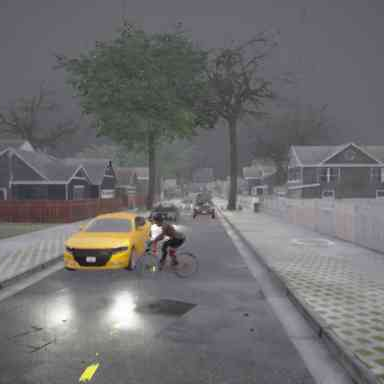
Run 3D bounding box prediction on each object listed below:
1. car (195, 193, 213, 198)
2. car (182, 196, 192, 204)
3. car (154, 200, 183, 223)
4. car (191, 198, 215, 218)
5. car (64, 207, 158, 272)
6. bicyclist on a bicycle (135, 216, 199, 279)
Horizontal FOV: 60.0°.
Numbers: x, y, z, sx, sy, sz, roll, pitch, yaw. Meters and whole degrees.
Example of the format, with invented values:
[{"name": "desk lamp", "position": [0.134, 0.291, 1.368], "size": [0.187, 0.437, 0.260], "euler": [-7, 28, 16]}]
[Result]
[{"name": "car", "position": [1.563, 1.200, 43.842], "size": [2.150, 2.045, 5.566], "euler": [0, 0, 2]}, {"name": "car", "position": [-0.751, 1.468, 61.236], "size": [1.837, 1.490, 4.892], "euler": [0, 0, 2]}, {"name": "car", "position": [-2.000, 1.554, 25.335], "size": [1.994, 1.385, 4.181], "euler": [0, 0, 2]}, {"name": "car", "position": [1.094, 1.514, 30.233], "size": [1.812, 1.442, 4.674], "euler": [0, 0, 1]}, {"name": "car", "position": [-2.515, 1.473, 11.051], "size": [1.882, 1.535, 5.008], "euler": [0, 0, 2]}, {"name": "bicyclist on a bicycle", "position": [-0.659, 1.443, 8.520], "size": [1.656, 1.620, 0.582], "euler": [-2, 0, 2]}]
